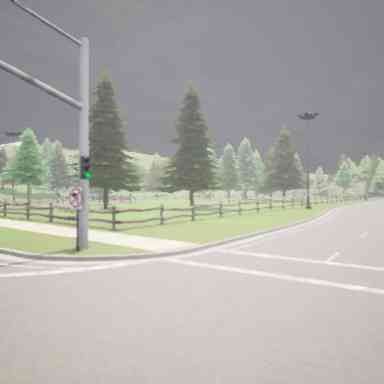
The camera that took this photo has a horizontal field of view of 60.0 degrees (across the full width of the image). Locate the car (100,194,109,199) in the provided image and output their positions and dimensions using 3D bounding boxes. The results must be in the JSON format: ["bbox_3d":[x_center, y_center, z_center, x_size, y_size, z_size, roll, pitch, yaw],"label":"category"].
[{"bbox_3d":[-19.379,1.357,80.558,1.994,1.385,4.181,0,0,35],"label":"car"}]

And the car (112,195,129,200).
[{"bbox_3d":[-16.515,1.285,78.546,1.882,1.535,5.008,0,0,35],"label":"car"}]

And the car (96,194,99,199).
[{"bbox_3d":[-22.261,1.026,82.545,2.150,2.045,5.566,0,0,35],"label":"car"}]
